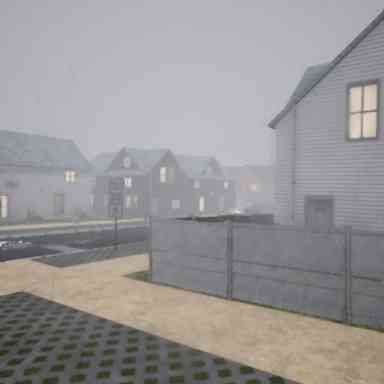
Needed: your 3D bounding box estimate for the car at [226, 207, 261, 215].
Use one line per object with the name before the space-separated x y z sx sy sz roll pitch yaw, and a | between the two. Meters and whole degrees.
car | 5.552 2.250 35.064 2.033 1.411 5.357 2 0 37
